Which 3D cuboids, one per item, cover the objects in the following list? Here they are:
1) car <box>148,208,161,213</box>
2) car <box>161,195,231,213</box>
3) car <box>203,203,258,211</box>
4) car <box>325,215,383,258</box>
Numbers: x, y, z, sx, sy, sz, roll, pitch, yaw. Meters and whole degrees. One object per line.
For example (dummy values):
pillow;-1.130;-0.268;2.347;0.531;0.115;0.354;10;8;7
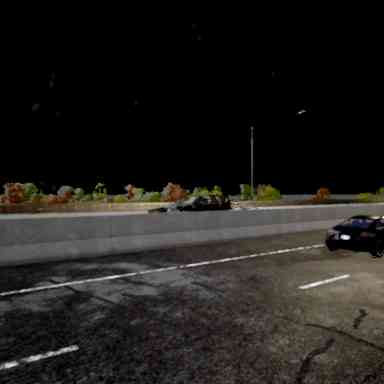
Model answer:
car;-1.173;1.608;28.962;5.357;1.411;2.033;0;0;-36
car;0.712;1.281;26.007;5.566;2.045;2.150;0;0;-36
car;3.392;1.664;23.621;4.718;1.301;1.895;0;0;-36
car;7.171;1.616;13.172;4.181;1.385;1.994;0;0;-36
